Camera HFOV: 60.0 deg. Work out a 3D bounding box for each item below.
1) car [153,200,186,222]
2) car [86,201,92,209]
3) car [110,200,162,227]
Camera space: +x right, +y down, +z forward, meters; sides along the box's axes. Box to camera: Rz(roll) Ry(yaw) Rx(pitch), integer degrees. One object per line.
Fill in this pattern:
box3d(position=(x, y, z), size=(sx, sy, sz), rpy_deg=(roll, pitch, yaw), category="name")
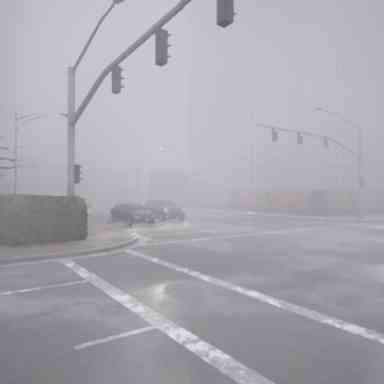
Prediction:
box3d(position=(-2.381, 1.426, 27.087), size=(2.097, 1.767, 4.553), rpy_deg=(0, -1, -35), category="car")
box3d(position=(-15.475, 1.620, 45.875), size=(2.033, 1.411, 5.357), rpy_deg=(0, 0, -34), category="car")
box3d(position=(-4.330, 1.557, 23.770), size=(1.837, 1.490, 4.892), rpy_deg=(0, 0, -35), category="car")
